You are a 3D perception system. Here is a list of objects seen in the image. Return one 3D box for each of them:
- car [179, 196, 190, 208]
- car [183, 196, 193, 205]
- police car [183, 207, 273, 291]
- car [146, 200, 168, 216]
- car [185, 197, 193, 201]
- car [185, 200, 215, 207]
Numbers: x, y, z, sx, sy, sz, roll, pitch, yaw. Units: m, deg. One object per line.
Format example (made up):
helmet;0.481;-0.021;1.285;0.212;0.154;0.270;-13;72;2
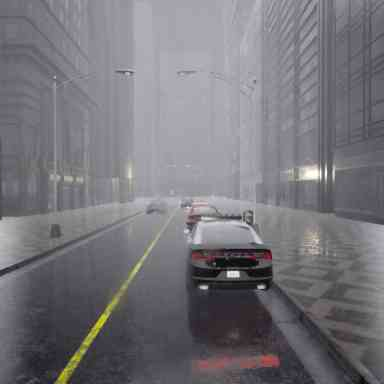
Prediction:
car;-0.551;1.598;46.662;1.895;1.301;4.718;0;0;0
car;-0.726;1.524;60.275;1.812;1.442;4.674;0;0;-1
police car;0.788;1.424;9.174;1.930;1.638;5.238;0;0;-1
car;-3.401;1.545;33.067;2.033;1.411;5.357;0;0;-1
car;0.594;1.453;25.253;1.801;1.575;5.366;0;0;-1
car;0.669;1.476;19.063;1.882;1.535;5.008;0;0;-1
